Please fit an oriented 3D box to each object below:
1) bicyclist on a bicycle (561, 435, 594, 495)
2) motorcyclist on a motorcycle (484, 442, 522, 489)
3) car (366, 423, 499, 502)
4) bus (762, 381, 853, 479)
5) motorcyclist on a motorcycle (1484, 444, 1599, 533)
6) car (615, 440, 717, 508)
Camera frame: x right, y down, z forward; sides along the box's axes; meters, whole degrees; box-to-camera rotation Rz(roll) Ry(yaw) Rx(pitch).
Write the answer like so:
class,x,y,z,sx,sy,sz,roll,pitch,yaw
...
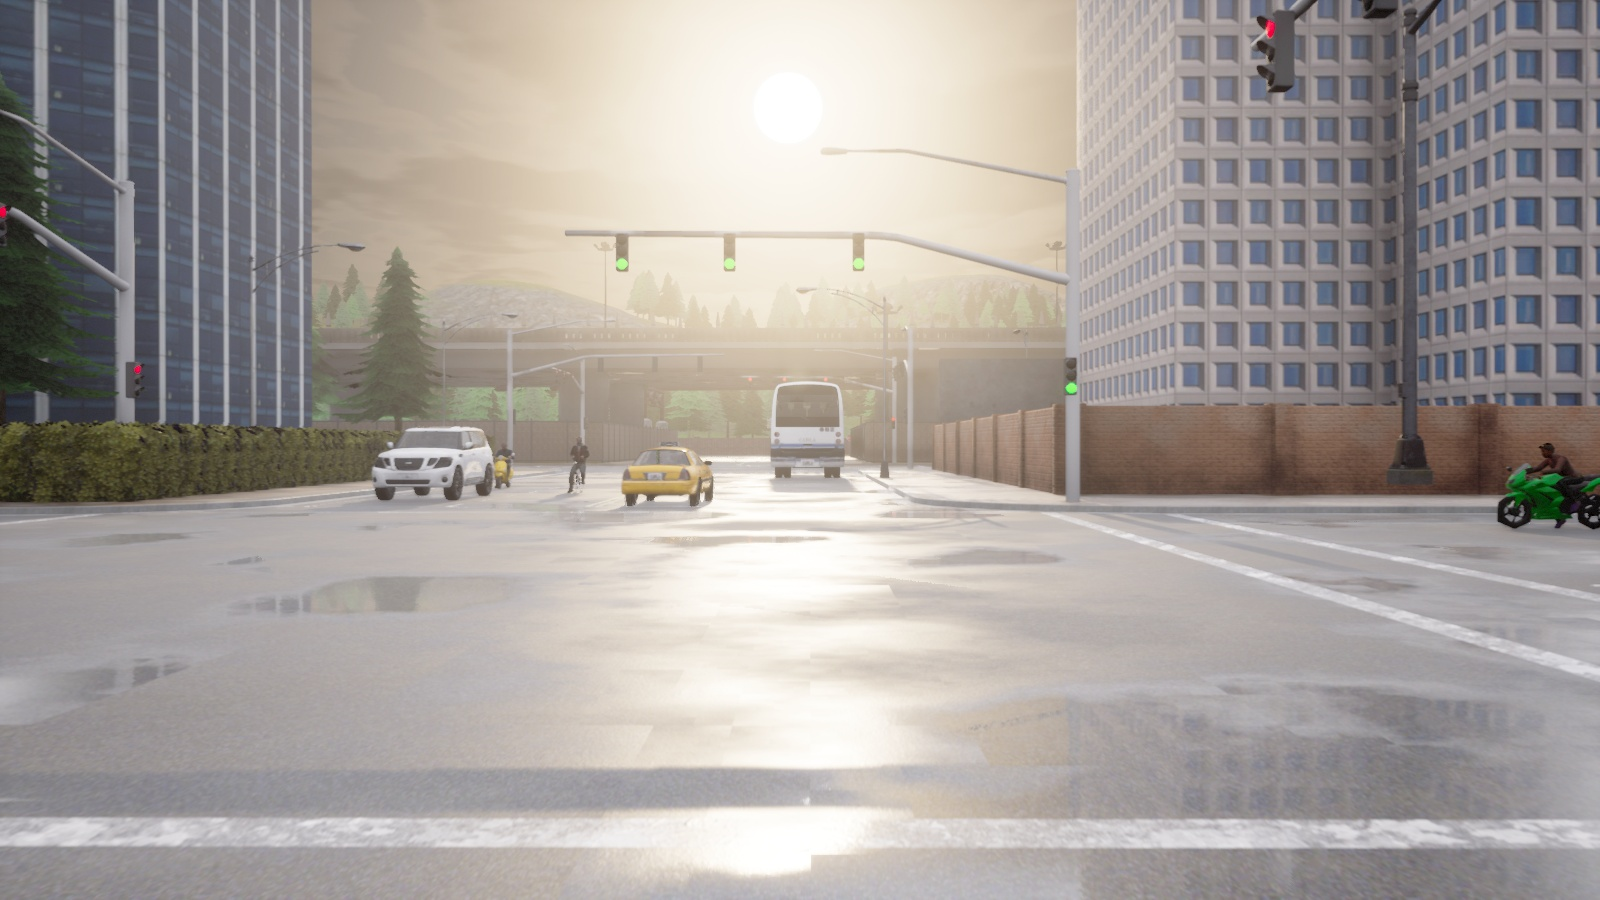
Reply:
class,x,y,z,sx,sy,sz,roll,pitch,yaw
bicyclist on a bicycle,-6.765,0.457,38.213,0.659,1.776,1.843,0,0,0
motorcyclist on a motorcycle,-10.236,0.517,43.361,0.866,1.590,1.817,0,0,0
car,-10.282,0.313,35.641,2.150,2.045,5.566,0,0,0
bus,0.359,-0.870,59.628,3.944,4.253,10.273,0,0,0
motorcyclist on a motorcycle,13.188,0.651,21.923,2.044,1.523,0.797,0,0,1
car,-3.290,0.554,31.885,1.801,1.575,5.366,0,0,3
